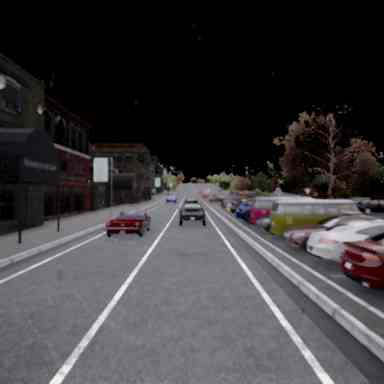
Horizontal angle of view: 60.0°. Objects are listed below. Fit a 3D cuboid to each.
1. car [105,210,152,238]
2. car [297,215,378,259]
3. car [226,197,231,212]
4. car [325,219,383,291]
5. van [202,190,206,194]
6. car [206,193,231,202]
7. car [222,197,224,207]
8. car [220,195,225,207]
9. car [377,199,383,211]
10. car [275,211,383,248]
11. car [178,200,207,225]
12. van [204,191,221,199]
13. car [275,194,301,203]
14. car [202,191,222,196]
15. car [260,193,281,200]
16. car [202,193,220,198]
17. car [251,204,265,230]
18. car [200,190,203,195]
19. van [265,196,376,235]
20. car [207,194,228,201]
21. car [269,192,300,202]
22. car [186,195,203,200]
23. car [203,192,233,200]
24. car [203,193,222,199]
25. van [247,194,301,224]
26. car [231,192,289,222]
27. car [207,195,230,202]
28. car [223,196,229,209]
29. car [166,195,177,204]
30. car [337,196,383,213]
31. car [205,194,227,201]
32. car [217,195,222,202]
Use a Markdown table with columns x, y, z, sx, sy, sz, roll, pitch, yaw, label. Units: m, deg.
| x | y | z | sx | sy | sz | roll | pitch | yaw | label |
| --- | --- | --- | --- | --- | --- | --- | --- | --- | --- |
| -3.396 | 1.669 | 18.448 | 1.895 | 1.301 | 4.718 | 0 | 0 | 0 | car |
| 6.049 | 1.602 | 10.496 | 4.674 | 1.452 | 2.002 | 0 | -1 | 0 | car |
| 5.982 | 1.467 | 30.296 | 5.008 | 1.535 | 2.097 | 0 | 0 | 0 | car |
| 6.056 | 1.536 | 7.671 | 5.008 | 1.535 | 2.097 | 0 | -1 | 0 | car |
| 5.406 | 0.927 | 81.612 | 4.442 | 1.987 | 1.878 | 0 | 1 | 0 | van |
| 5.637 | 1.366 | 64.934 | 4.674 | 1.452 | 2.002 | 1 | 1 | 0 | car |
| 5.972 | 1.460 | 35.949 | 4.674 | 1.452 | 2.002 | 0 | 0 | 0 | car |
| 5.962 | 1.436 | 38.774 | 4.674 | 1.452 | 2.002 | 0 | 1 | 0 | car |
| 18.581 | 1.491 | 27.554 | 4.892 | 1.521 | 2.231 | 0 | 0 | 0 | car |
| 6.045 | 1.623 | 13.330 | 4.674 | 1.452 | 2.002 | 0 | -1 | 0 | car |
| 0.022 | 1.557 | 24.702 | 1.837 | 1.490 | 4.892 | 0 | -1 | 0 | car |
| 5.373 | 0.871 | 87.053 | 4.442 | 1.987 | 1.878 | 0 | 1 | 0 | van |
| 18.671 | 1.200 | 64.863 | 4.553 | 1.767 | 2.185 | 0 | 1 | 0 | car |
| 5.533 | 1.184 | 78.708 | 4.892 | 1.521 | 2.231 | 0 | 1 | 0 | car |
| 18.588 | 1.056 | 78.788 | 4.553 | 1.767 | 2.185 | 0 | 1 | 0 | car |
| 5.447 | 1.009 | 95.405 | 4.892 | 1.521 | 2.231 | 0 | 1 | 0 | car |
| 6.027 | 1.603 | 18.995 | 4.674 | 1.452 | 2.002 | 0 | 0 | 0 | car |
| 5.478 | 0.874 | 84.271 | 5.566 | 2.045 | 2.435 | 0 | 1 | 0 | car |
| 6.150 | 1.357 | 16.288 | 4.442 | 1.987 | 1.878 | 0 | 0 | 0 | van |
| 5.575 | 1.281 | 73.142 | 4.674 | 1.452 | 2.002 | 0 | 1 | 0 | car |
| 18.714 | 1.046 | 67.648 | 5.566 | 2.045 | 2.435 | 0 | 1 | 0 | car |
| -0.103 | 1.467 | 41.514 | 2.128 | 1.511 | 4.902 | 0 | 0 | 0 | car |
| 5.420 | 1.295 | 67.574 | 5.366 | 1.575 | 1.946 | 0 | 1 | 0 | car |
| 5.467 | 1.068 | 89.840 | 4.892 | 1.521 | 2.231 | 0 | 1 | 0 | car |
| 6.132 | 1.313 | 21.819 | 4.442 | 1.987 | 1.878 | 0 | 0 | 0 | van |
| 5.978 | 1.264 | 24.643 | 5.566 | 2.045 | 2.435 | 0 | 0 | 0 | car |
| 5.618 | 1.299 | 70.359 | 4.792 | 1.488 | 2.163 | 0 | 1 | 0 | car |
| 6.164 | 1.440 | 33.123 | 5.366 | 1.575 | 1.946 | 0 | 0 | 0 | car |
| -3.664 | 1.309 | 60.323 | 1.882 | 1.535 | 5.008 | 0 | 1 | 0 | car |
| 18.517 | 1.292 | 36.024 | 4.553 | 1.767 | 2.185 | 0 | 0 | 0 | car |
| 5.527 | 1.241 | 75.924 | 4.792 | 1.488 | 2.163 | 0 | 1 | 0 | car |
| 5.980 | 1.401 | 41.601 | 4.792 | 1.488 | 2.163 | 0 | 0 | 0 | car |
